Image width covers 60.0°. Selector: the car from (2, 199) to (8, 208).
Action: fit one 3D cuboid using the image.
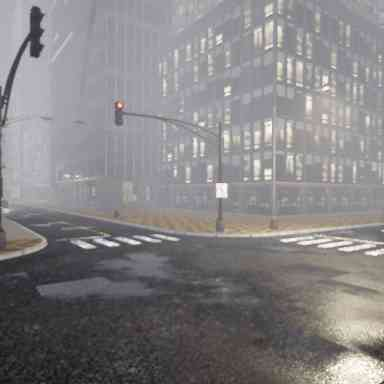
[{"bbox_3d":[-28.512,1.649,49.366,1.895,1.301,4.718,0,0,-35],"label":"car"}]
